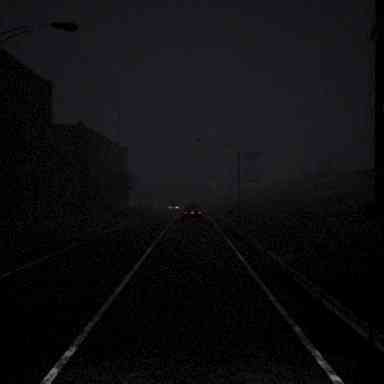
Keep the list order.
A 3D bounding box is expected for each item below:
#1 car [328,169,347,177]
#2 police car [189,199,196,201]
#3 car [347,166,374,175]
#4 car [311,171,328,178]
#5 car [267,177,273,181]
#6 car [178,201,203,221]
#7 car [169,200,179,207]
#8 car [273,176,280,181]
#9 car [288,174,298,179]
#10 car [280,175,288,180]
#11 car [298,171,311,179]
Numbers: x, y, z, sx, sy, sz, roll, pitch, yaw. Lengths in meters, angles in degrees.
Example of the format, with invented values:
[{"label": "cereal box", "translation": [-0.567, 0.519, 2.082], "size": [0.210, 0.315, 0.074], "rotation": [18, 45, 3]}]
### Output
[{"label": "car", "translation": [24.282, -2.944, 52.930], "size": [2.002, 1.452, 4.674], "rotation": [0, 1, -7]}, {"label": "police car", "translation": [0.051, 2.052, 56.808], "size": [2.038, 1.542, 4.974], "rotation": [0, -1, 0]}, {"label": "car", "translation": [25.082, -2.931, 47.568], "size": [2.231, 1.521, 4.892], "rotation": [0, 1, -8]}, {"label": "car", "translation": [23.584, -3.005, 58.405], "size": [2.163, 1.488, 4.792], "rotation": [0, 1, -6]}, {"label": "car", "translation": [21.805, -3.265, 86.203], "size": [2.231, 1.521, 4.892], "rotation": [0, 0, -1]}, {"label": "car", "translation": [0.066, 1.816, 30.455], "size": [2.033, 1.411, 5.357], "rotation": [0, -1, 1]}, {"label": "car", "translation": [-3.690, 2.307, 66.733], "size": [2.033, 1.411, 5.357], "rotation": [0, -1, -6]}, {"label": "car", "translation": [21.929, -3.236, 80.684], "size": [2.231, 1.521, 4.892], "rotation": [0, 0, -1]}, {"label": "car", "translation": [22.505, -3.139, 69.604], "size": [2.097, 1.535, 5.008], "rotation": [0, 1, -4]}, {"label": "car", "translation": [22.158, -3.150, 75.141], "size": [2.002, 1.452, 4.674], "rotation": [0, 0, -2]}, {"label": "car", "translation": [22.969, -3.213, 64.098], "size": [2.185, 1.767, 4.553], "rotation": [0, 1, -5]}]
